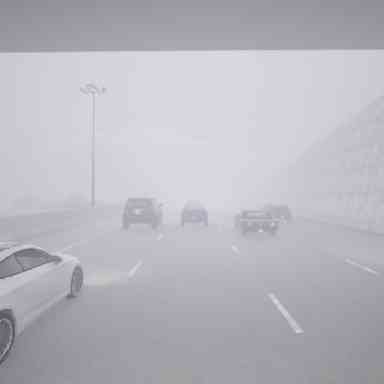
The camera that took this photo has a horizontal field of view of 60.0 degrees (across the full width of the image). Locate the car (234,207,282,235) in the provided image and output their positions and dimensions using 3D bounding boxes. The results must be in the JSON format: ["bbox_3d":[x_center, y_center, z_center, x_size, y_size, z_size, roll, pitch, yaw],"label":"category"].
[{"bbox_3d":[3.654,1.753,19.820,1.895,1.301,4.718,0,0,0],"label":"car"}]

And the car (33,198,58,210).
[{"bbox_3d":[-20.881,1.923,49.382,2.033,1.411,5.357,0,0,1],"label":"car"}]

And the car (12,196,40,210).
[{"bbox_3d":[-24.379,1.603,49.479,2.150,2.045,5.566,0,-1,1],"label":"car"}]

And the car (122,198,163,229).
[{"bbox_3d":[-3.338,1.399,23.157,2.150,2.045,5.566,0,0,0],"label":"car"}]

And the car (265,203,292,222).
[{"bbox_3d":[7.179,1.726,28.798,1.837,1.490,4.892,0,0,0],"label":"car"}]

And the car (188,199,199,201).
[{"bbox_3d":[0.212,1.660,40.444,2.097,1.767,4.553,0,-1,0],"label":"car"}]

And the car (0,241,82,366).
[{"bbox_3d":[-3.386,1.569,5.645,1.812,1.442,4.674,0,0,0],"label":"car"}]

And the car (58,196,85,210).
[{"bbox_3d":[-17.377,1.605,49.647,2.150,2.045,5.566,0,-1,0],"label":"car"}]

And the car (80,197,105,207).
[{"bbox_3d":[-13.905,1.841,47.720,1.882,1.535,5.008,0,-1,1],"label":"car"}]

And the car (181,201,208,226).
[{"bbox_3d":[0.169,1.670,25.094,1.882,1.535,5.008,0,-1,0],"label":"car"}]
